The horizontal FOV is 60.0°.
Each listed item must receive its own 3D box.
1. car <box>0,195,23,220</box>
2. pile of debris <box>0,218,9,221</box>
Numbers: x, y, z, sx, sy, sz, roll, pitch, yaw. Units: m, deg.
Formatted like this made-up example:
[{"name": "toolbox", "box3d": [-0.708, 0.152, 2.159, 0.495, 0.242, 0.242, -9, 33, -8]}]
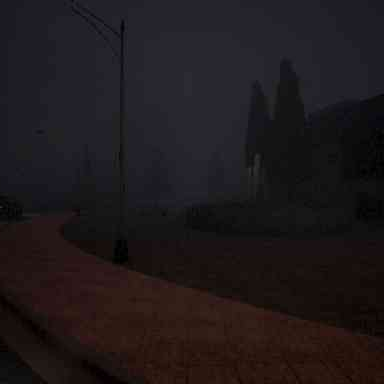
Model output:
[{"name": "car", "box3d": [-16.415, 1.311, 28.830, 2.150, 2.045, 5.566, 0, 0, -15]}, {"name": "pile of debris", "box3d": [-16.191, 2.258, 27.461, 1.500, 0.140, 1.860, 0, 0, -14]}]
